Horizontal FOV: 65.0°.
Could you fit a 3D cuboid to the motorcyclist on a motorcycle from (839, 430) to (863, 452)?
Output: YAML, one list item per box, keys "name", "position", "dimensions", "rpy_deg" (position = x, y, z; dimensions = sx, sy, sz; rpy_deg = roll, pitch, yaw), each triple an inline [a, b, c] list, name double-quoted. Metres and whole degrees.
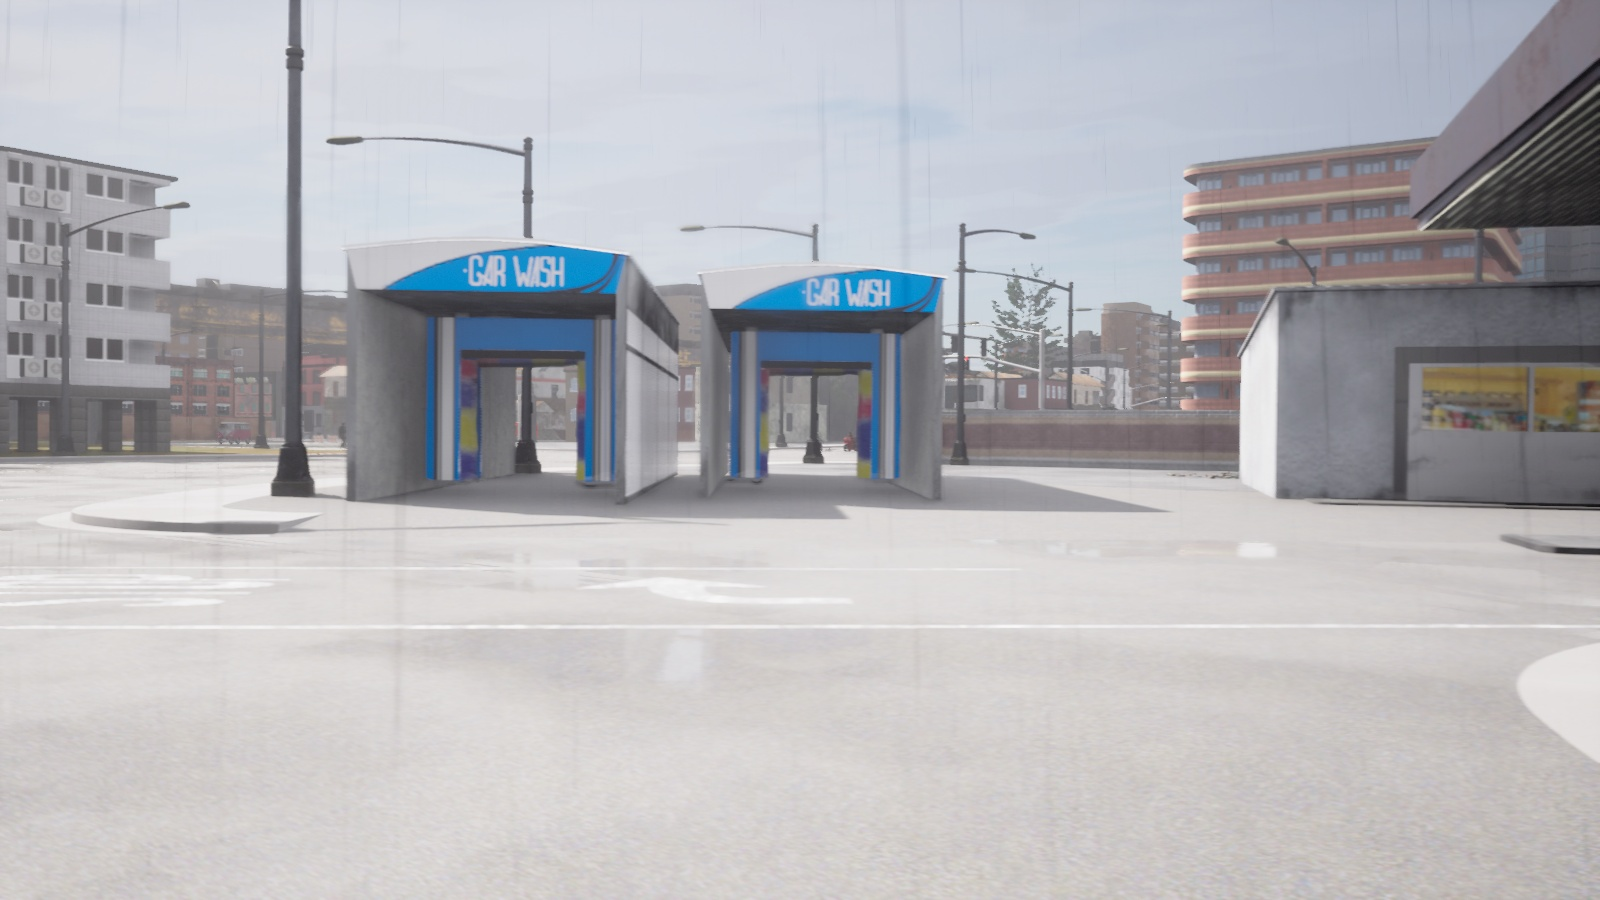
- name: "motorcyclist on a motorcycle"
  position: [3.675, -0.674, 90.428]
  dimensions: [0.797, 1.523, 2.044]
  rpy_deg: [0, 2, 32]

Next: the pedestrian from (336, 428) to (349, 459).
- name: "pedestrian"
  position: [-28.609, -0.430, 78.501]
  dimensions: [0.692, 1.930, 0.395]
  rpy_deg: [0, 1, 31]
